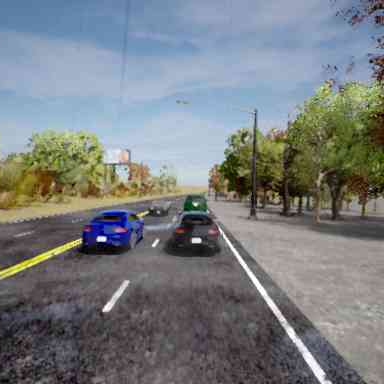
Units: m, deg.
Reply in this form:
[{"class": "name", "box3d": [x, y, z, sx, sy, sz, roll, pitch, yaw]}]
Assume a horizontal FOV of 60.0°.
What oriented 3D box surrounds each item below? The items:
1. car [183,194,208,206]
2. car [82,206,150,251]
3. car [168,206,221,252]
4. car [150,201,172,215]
[{"class": "car", "box3d": [0.339, 1.188, 32.096, 2.150, 2.045, 5.566, 3, 1, 1]}, {"class": "car", "box3d": [-3.080, 1.449, 13.711, 1.812, 1.442, 4.674, 2, 0, 0]}, {"class": "car", "box3d": [0.167, 1.537, 13.820, 1.812, 1.442, 4.674, 1, 0, 0]}, {"class": "car", "box3d": [-2.961, 1.513, 32.053, 1.895, 1.301, 4.718, 2, 0, 0]}]
